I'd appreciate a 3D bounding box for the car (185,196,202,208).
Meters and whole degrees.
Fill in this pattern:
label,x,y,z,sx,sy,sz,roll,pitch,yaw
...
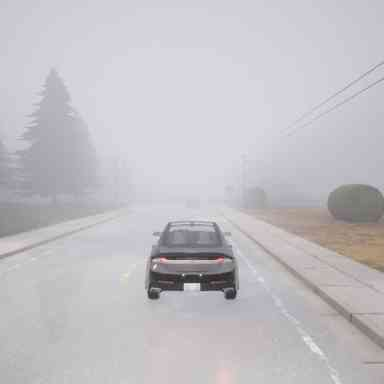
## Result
label,x,y,z,sx,sy,sz,roll,pitch,yaw
car,0.166,1.337,44.255,1.837,1.490,4.892,0,0,3

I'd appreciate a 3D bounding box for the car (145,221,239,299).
label,x,y,z,sx,sy,sz,roll,pitch,yaw
car,0.002,1.466,8.348,2.128,1.511,4.902,0,0,0
